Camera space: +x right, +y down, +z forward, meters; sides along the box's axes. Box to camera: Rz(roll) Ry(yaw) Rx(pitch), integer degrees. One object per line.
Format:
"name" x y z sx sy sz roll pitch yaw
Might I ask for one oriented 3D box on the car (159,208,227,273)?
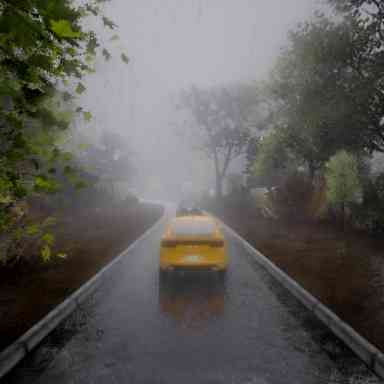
"car" 0.034 1.515 10.887 1.882 1.535 5.008 0 0 0

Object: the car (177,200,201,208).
"car" -0.281 1.450 29.400 2.097 1.767 4.553 0 0 -2
